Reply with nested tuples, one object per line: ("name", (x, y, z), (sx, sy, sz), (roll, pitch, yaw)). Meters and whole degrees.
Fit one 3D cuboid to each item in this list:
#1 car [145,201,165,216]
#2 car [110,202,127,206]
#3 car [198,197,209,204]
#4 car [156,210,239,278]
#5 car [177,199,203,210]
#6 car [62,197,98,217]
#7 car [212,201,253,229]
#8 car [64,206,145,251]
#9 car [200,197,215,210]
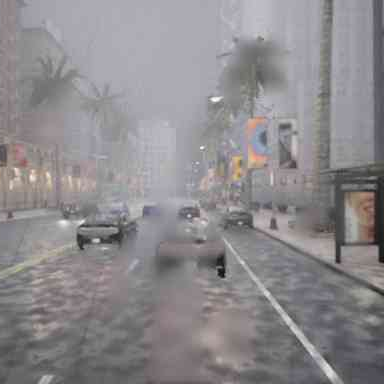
("car", (-3.795, 1.687, 33.391), (1.882, 1.535, 5.008), (0, 0, -1))
("car", (-7.396, 1.759, 33.278), (1.812, 1.442, 4.674), (0, 0, -1))
("car", (2.514, 1.909, 73.458), (2.161, 1.482, 4.786), (0, 0, -1))
("car", (-0.031, 1.550, 10.359), (2.128, 1.511, 4.902), (0, 0, 0))
("car", (-0.240, 1.669, 29.032), (1.837, 1.490, 4.892), (0, 0, -1))
("car", (-10.895, 1.473, 32.914), (2.150, 2.045, 5.566), (0, -1, -1))
("car", (2.833, 1.588, 22.154), (2.231, 1.521, 4.892), (0, 0, -1))
("car", (-3.571, 1.596, 14.693), (2.128, 1.511, 4.902), (0, 0, -1))
("car", (2.477, 1.628, 51.527), (2.185, 1.767, 4.553), (0, 0, -1))
